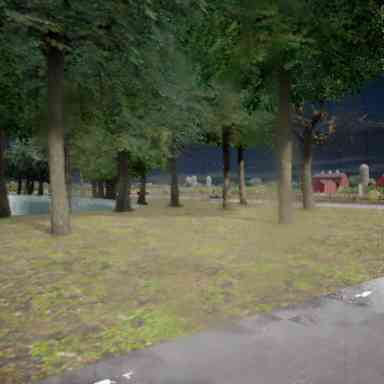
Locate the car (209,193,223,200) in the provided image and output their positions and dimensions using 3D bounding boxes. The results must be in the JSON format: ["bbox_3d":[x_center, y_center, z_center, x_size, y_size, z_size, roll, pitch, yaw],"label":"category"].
[{"bbox_3d":[5.362,0.922,67.113,1.994,1.385,4.181,-1,1,-36],"label":"car"}]
